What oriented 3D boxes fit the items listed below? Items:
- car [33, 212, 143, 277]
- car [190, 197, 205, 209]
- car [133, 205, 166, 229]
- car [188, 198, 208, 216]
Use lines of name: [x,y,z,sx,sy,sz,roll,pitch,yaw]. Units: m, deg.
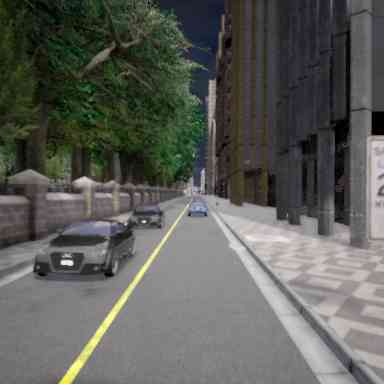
car: [-2.955,1.519,10.024,1.994,1.385,4.181,1,0,2]
car: [0.819,1.504,47.500,2.033,1.411,5.357,1,0,1]
car: [-2.779,1.513,21.229,1.994,1.385,4.181,1,0,0]
car: [0.569,1.530,32.189,2.033,1.411,5.357,1,0,1]
